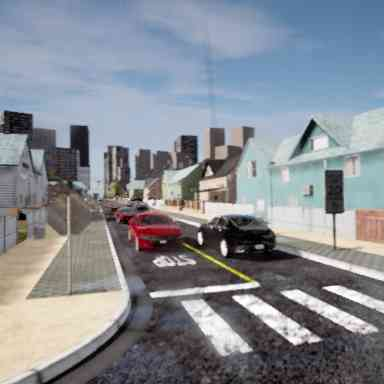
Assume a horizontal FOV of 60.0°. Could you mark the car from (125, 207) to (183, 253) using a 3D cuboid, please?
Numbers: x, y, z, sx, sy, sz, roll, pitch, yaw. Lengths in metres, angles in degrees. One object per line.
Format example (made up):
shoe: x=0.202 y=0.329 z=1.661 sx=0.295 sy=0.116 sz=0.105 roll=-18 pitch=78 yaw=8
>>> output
car: x=-1.795 y=1.697 z=15.315 sx=1.882 sy=1.535 sz=5.008 roll=-1 pitch=0 yaw=-16

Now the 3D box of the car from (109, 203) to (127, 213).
car: x=-10.510 y=2.239 z=46.411 sx=1.895 sy=1.301 sz=4.718 roll=-1 pitch=-1 yaw=-16

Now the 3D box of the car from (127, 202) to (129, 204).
car: x=-9.326 y=2.167 z=52.324 sx=2.128 sy=1.511 sz=4.902 roll=-1 pitch=-1 yaw=-16

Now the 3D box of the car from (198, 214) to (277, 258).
car: x=1.644 y=1.656 z=13.635 sx=1.837 sy=1.490 sz=4.892 roll=-1 pitch=-1 yaw=-16

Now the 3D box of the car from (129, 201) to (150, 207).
car: x=-6.467 y=2.032 z=42.394 sx=2.128 sy=1.511 sz=4.902 roll=-1 pitch=-1 yaw=-15

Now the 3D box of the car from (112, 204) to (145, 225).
car: x=-5.424 y=1.993 z=28.131 sx=1.895 sy=1.301 sz=4.718 roll=-1 pitch=-1 yaw=-16
